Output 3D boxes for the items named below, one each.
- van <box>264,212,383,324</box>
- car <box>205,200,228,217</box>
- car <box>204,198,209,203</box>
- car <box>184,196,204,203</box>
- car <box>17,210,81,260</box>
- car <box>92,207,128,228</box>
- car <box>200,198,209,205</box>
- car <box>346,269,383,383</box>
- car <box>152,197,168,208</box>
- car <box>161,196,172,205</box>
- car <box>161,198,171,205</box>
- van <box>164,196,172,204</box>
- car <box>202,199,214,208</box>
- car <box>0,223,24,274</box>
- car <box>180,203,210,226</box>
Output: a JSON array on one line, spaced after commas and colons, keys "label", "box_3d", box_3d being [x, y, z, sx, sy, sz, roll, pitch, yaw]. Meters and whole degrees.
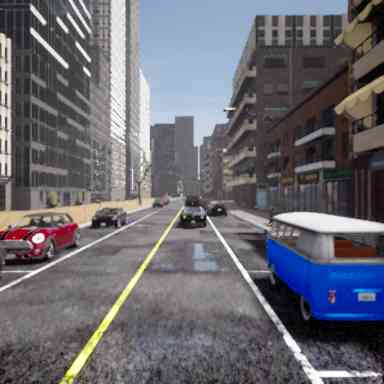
[{"label": "van", "box_3d": [2.685, 1.385, 6.959, 1.690, 1.788, 3.998, 0, 0, 0]}, {"label": "car", "box_3d": [2.679, 1.789, 34.573, 1.947, 1.339, 4.313, 0, 0, 0]}, {"label": "car", "box_3d": [2.677, 1.788, 40.265, 1.752, 1.417, 4.829, 0, 0, 0]}, {"label": "car", "box_3d": [0.089, 1.517, 44.750, 2.150, 2.045, 5.566, 0, 0, 0]}, {"label": "car", "box_3d": [-5.697, 1.519, 12.481, 1.967, 1.590, 4.097, 0, 0, 0]}, {"label": "car", "box_3d": [-5.700, 1.715, 23.526, 1.947, 1.339, 4.313, 0, 0, 0]}, {"label": "car", "box_3d": [2.668, 2.048, 73.231, 1.887, 1.381, 4.507, 0, 0, 0]}, {"label": "car", "box_3d": [2.687, 1.555, 1.436, 1.887, 1.381, 4.507, 0, 0, 0]}, {"label": "car", "box_3d": [-5.707, 1.946, 56.663, 1.947, 1.339, 4.313, 0, 0, 0]}, {"label": "car", "box_3d": [-5.712, 1.777, 67.709, 2.192, 1.841, 5.009, 0, 0, 0]}, {"label": "car", "box_3d": [-5.712, 2.069, 73.230, 1.947, 1.339, 4.313, 0, 0, 0]}, {"label": "van", "box_3d": [-5.714, 1.887, 78.755, 1.690, 1.788, 3.998, 0, 0, 0]}, {"label": "car", "box_3d": [2.673, 1.925, 56.664, 1.887, 1.381, 4.507, 0, 0, 0]}, {"label": "car", "box_3d": [-5.696, 1.595, 6.957, 2.008, 1.369, 4.403, 0, 0, 0]}, {"label": "car", "box_3d": [0.094, 1.759, 25.000, 1.895, 1.301, 4.718, 0, 0, 0]}]
